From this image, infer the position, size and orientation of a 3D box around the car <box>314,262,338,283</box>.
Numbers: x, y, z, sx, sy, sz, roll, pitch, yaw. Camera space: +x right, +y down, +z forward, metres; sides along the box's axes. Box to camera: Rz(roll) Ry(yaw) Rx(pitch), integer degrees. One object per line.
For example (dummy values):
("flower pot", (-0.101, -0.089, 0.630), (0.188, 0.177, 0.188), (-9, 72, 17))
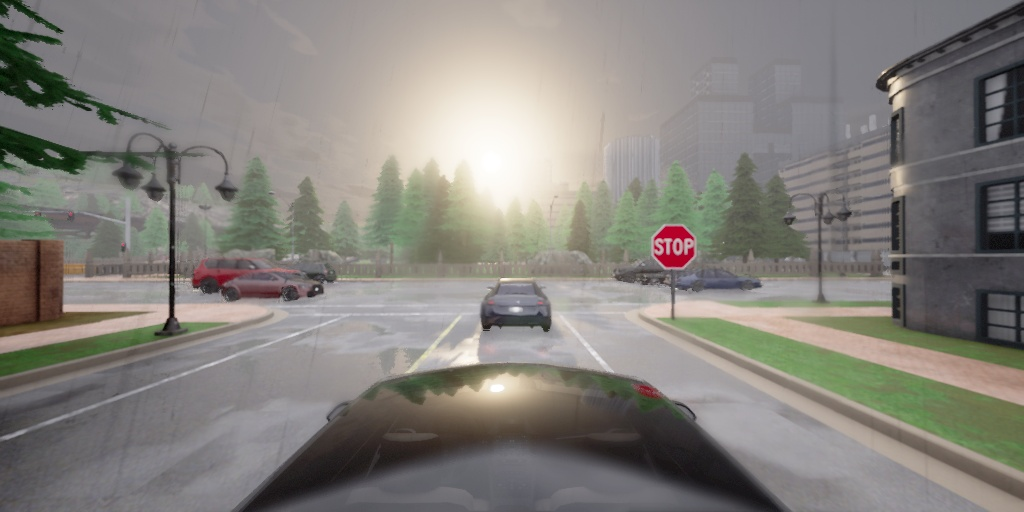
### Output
("car", (-16.273, 1.319, 28.047), (4.553, 1.767, 2.097), (0, 0, -2))

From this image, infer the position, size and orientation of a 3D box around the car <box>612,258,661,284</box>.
("car", (11.011, 1.195, 29.135), (5.566, 2.045, 2.150), (0, 0, -2))

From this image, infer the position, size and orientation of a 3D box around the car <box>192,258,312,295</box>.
("car", (-15.220, 1.139, 20.886), (5.566, 2.045, 2.150), (0, 0, -2))

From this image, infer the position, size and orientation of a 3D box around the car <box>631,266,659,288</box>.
("car", (11.349, 1.550, 25.643), (4.718, 1.301, 1.895), (0, 0, -2))

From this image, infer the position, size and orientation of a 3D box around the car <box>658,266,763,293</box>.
("car", (12.202, 1.472, 21.975), (5.357, 1.411, 2.033), (0, 0, -2))

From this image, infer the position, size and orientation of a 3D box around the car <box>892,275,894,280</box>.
("car", (34.755, 1.328, 29.986), (4.553, 1.767, 2.097), (0, 0, -2))

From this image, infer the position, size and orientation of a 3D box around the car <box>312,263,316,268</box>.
("car", (-16.664, 1.434, 24.529), (4.902, 1.511, 2.128), (0, 0, -2))

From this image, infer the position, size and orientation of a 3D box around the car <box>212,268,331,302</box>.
("car", (-11.578, 1.459, 17.526), (4.181, 1.385, 1.994), (0, 0, -2))

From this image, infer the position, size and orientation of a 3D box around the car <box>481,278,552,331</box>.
("car", (0.167, 1.389, 11.317), (1.994, 1.385, 4.181), (0, -1, 2))
